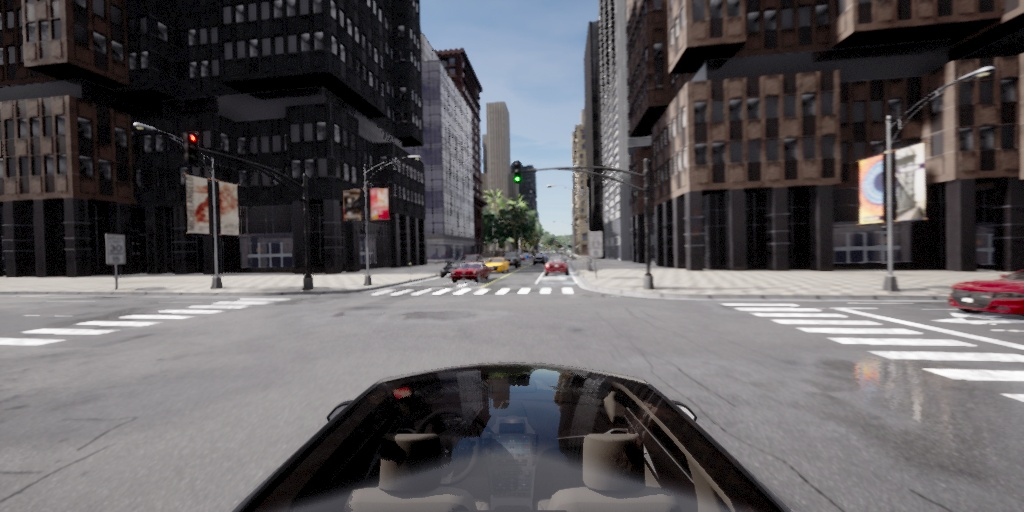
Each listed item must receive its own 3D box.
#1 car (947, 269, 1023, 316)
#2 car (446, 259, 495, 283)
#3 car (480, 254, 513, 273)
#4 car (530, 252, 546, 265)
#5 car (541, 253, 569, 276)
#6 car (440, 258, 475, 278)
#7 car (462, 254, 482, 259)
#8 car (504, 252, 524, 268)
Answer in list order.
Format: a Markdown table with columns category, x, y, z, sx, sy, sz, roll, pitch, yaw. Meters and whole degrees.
| category | x | y | z | sx | sy | sz | roll | pitch | yaw |
| --- | --- | --- | --- | --- | --- | --- | --- | --- | --- |
| car | 15.393 | 0.958 | 9.844 | 5.008 | 1.535 | 1.882 | 0 | 1 | 8 |
| car | -2.808 | 1.125 | 25.247 | 1.895 | 1.301 | 4.718 | -1 | 1 | 8 |
| car | -1.449 | 0.868 | 35.550 | 1.882 | 1.535 | 5.008 | -1 | 1 | 8 |
| car | 4.175 | 0.580 | 54.174 | 1.837 | 1.490 | 4.892 | -1 | 1 | 7 |
| car | 3.711 | 0.763 | 29.645 | 1.967 | 1.591 | 4.097 | 0 | 0 | 7 |
| car | -4.741 | 1.084 | 30.740 | 1.948 | 1.339 | 4.313 | 0 | 0 | 7 |
| car | -4.047 | 0.763 | 36.121 | 2.192 | 1.841 | 5.009 | 0 | 0 | 7 |
| car | -0.127 | 0.480 | 45.799 | 2.150 | 2.045 | 5.566 | -1 | 1 | 8 |
